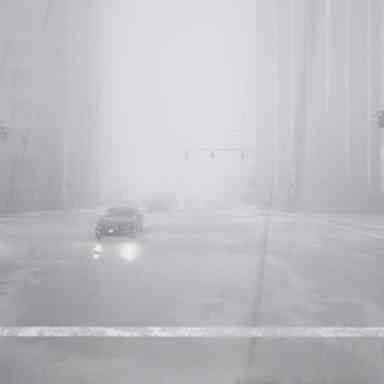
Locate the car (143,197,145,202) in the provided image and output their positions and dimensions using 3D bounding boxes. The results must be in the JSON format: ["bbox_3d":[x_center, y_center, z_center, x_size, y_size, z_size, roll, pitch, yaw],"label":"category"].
[{"bbox_3d":[-7.154,1.445,53.944,1.882,1.535,5.008,0,0,0],"label":"car"}]

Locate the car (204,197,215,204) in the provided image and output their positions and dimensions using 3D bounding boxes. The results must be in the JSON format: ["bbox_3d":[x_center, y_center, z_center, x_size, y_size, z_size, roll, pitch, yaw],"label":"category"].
[{"bbox_3d":[3.413,1.562,65.049,1.895,1.301,4.718,0,0,0],"label":"car"}]

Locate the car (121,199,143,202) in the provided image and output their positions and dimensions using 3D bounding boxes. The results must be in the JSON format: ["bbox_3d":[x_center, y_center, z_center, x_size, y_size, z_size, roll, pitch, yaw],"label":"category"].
[{"bbox_3d":[-7.237,1.540,37.645,1.994,1.385,4.181,0,0,2],"label":"car"}]

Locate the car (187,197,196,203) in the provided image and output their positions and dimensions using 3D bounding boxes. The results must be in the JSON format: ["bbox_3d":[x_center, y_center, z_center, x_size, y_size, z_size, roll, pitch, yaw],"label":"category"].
[{"bbox_3d":[-0.088,1.561,65.584,1.895,1.301,4.718,0,0,0],"label":"car"}]

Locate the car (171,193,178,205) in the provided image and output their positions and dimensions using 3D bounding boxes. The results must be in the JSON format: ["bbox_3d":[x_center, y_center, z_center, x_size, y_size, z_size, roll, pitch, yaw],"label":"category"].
[{"bbox_3d":[-3.641,1.188,58.005,2.150,2.045,5.566,0,0,0],"label":"car"}]

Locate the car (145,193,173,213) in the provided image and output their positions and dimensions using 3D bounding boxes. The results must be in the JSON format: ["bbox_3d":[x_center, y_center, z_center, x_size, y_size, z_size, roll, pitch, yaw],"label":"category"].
[{"bbox_3d":[-3.647,1.330,37.041,2.097,1.767,4.553,0,0,0],"label":"car"}]

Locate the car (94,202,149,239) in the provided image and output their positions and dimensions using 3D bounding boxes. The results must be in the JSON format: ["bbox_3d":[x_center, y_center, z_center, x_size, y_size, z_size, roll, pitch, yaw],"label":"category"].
[{"bbox_3d":[-3.623,1.494,17.257,1.837,1.490,4.892,0,0,0],"label":"car"}]
